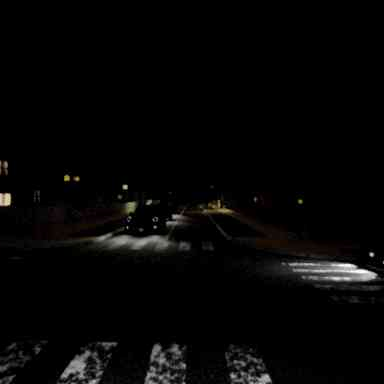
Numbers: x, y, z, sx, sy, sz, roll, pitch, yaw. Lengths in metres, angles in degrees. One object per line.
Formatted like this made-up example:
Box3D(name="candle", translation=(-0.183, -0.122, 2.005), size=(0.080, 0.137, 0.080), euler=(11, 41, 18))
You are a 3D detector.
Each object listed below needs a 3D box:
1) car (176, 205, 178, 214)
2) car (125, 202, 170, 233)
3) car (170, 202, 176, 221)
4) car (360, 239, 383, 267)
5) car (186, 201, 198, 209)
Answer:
Box3D(name="car", translation=(-2.847, 2.121, 43.933), size=(2.128, 1.511, 4.902), euler=(0, -1, 0))
Box3D(name="car", translation=(-2.905, 1.647, 21.599), size=(2.097, 1.767, 4.553), euler=(0, -1, 2))
Box3D(name="car", translation=(-2.857, 1.978, 32.341), size=(1.812, 1.442, 4.674), euler=(0, -1, 0))
Box3D(name="car", translation=(7.981, 1.944, 11.123), size=(4.181, 1.385, 1.994), euler=(1, -2, 0))
Box3D(name="car", translation=(-0.014, 2.452, 63.073), size=(1.837, 1.490, 4.892), euler=(0, -1, 0))
